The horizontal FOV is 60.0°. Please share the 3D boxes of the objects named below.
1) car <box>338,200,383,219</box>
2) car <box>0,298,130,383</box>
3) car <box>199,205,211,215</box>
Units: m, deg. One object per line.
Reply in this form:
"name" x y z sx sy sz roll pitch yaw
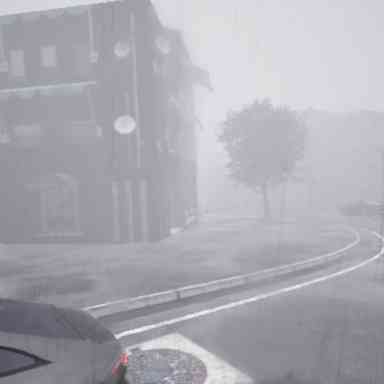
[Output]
"car" 15.477 1.526 30.375 1.882 1.535 5.008 -2 -1 -12
"car" -2.517 1.565 2.266 4.181 1.385 1.994 0 0 -36
"car" 0.763 2.631 47.990 1.837 1.490 4.892 -4 -1 -35
